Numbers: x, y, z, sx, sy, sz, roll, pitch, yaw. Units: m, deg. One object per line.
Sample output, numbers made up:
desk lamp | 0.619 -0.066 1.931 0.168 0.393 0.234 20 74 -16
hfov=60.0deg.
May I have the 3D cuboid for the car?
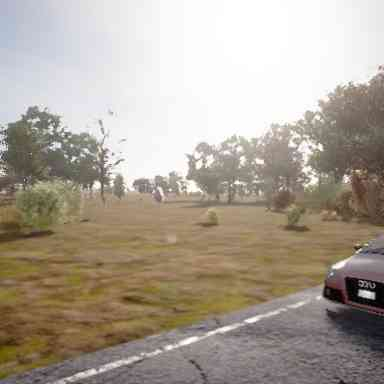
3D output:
car | 4.603 1.623 7.079 4.181 1.385 1.994 0 0 -39
